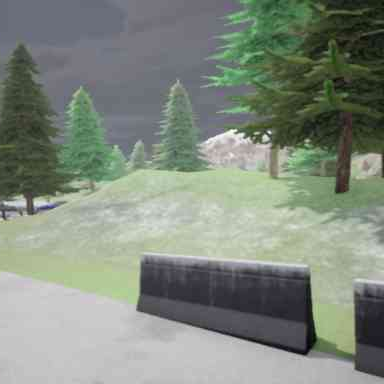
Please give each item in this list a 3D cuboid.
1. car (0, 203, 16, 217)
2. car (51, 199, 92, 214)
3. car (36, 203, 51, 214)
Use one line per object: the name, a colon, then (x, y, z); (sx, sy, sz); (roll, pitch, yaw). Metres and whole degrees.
car: (-20.376, 1.839, 33.426); (2.128, 1.511, 4.902); (-1, 0, 43)
car: (-13.883, 1.687, 39.866); (4.553, 1.767, 2.097); (0, 0, -41)
car: (-16.952, 1.841, 41.823); (5.008, 1.535, 1.882); (0, 0, -42)
